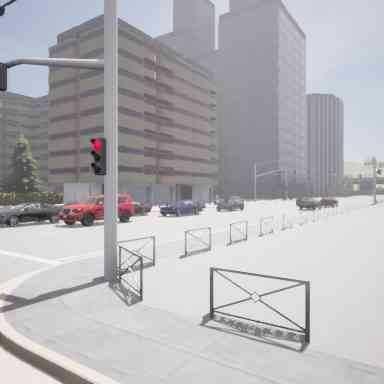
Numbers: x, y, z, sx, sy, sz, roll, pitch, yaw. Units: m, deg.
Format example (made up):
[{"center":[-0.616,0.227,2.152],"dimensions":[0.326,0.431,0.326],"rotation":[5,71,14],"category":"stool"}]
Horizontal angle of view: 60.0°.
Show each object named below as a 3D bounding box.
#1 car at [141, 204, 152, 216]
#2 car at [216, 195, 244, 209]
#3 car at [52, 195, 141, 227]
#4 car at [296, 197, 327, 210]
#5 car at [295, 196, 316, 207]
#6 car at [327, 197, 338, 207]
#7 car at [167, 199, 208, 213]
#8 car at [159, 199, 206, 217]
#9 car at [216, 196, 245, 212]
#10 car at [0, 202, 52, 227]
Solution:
[{"center":[-5.941,1.601,30.544],"dimensions":[1.895,1.301,4.718],"rotation":[0,0,35],"category":"car"},{"center":[5.393,1.352,46.926],"dimensions":[2.097,1.767,4.553],"rotation":[0,0,35],"category":"car"},{"center":[-6.537,1.221,23.511],"dimensions":[2.150,2.045,5.566],"rotation":[0,0,35],"category":"car"},{"center":[15.059,1.491,42.183],"dimensions":[2.128,1.511,4.902],"rotation":[0,0,35],"category":"car"},{"center":[17.958,1.478,52.537],"dimensions":[1.882,1.535,5.008],"rotation":[0,0,35],"category":"car"},{"center":[20.882,1.478,50.644],"dimensions":[1.882,1.535,5.008],"rotation":[0,0,35],"category":"car"},{"center":[-0.397,1.547,38.589],"dimensions":[2.033,1.411,5.357],"rotation":[0,0,35],"category":"car"},{"center":[-0.994,1.601,31.556],"dimensions":[1.895,1.301,4.718],"rotation":[0,0,35],"category":"car"},{"center":[4.689,1.526,39.779],"dimensions":[1.812,1.442,4.674],"rotation":[0,0,35],"category":"car"},{"center":[-11.200,1.492,22.911],"dimensions":[2.128,1.511,4.902],"rotation":[0,0,35],"category":"car"}]
